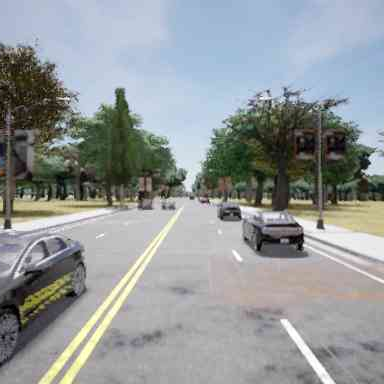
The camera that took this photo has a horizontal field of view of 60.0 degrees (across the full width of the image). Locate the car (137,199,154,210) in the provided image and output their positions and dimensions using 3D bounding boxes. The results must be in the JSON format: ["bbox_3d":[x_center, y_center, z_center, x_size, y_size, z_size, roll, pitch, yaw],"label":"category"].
[{"bbox_3d":[-6.578,1.789,47.543,1.837,1.490,4.892,0,0,0],"label":"car"}]

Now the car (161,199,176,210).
[{"bbox_3d":[-3.328,1.776,47.542,2.128,1.511,4.902,0,0,0],"label":"car"}]

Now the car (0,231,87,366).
[{"bbox_3d":[-3.349,1.518,5.848,2.128,1.511,4.902,0,0,0],"label":"car"}]

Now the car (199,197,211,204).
[{"bbox_3d":[3.254,2.082,78.092,1.812,1.442,4.674,0,-1,0],"label":"car"}]

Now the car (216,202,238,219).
[{"bbox_3d":[3.352,1.664,30.529,1.837,1.490,4.892,0,0,0],"label":"car"}]

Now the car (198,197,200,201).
[{"bbox_3d":[3.254,2.286,89.122,1.895,1.301,4.718,0,-1,0],"label":"car"}]

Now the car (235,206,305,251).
[{"bbox_3d":[3.352,1.559,14.433,2.128,1.511,4.902,0,0,0],"label":"car"}]
